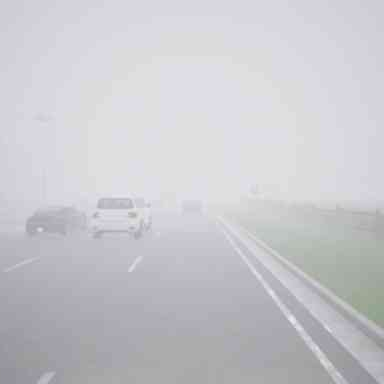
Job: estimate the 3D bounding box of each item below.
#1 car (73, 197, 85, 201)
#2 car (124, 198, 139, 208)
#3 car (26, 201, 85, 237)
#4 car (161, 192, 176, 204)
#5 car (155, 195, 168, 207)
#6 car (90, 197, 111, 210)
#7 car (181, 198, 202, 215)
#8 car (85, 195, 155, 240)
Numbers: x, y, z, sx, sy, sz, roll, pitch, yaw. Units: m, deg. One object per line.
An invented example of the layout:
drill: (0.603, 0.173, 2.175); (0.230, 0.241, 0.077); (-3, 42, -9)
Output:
car: (-15.783, 1.428, 46.889); (1.994, 1.385, 4.181); (0, 0, -12)
car: (-8.298, 1.467, 45.647); (1.895, 1.301, 4.718); (0, 0, -10)
car: (-6.893, 1.454, 17.509); (1.837, 1.490, 4.892); (0, 0, 0)
car: (-4.510, 1.045, 59.580); (2.150, 2.045, 5.566); (0, 0, -18)
car: (-4.926, 1.464, 46.727); (1.895, 1.301, 4.718); (0, 0, -11)
car: (-11.282, 1.406, 41.309); (1.812, 1.442, 4.674); (0, 0, -8)
car: (-0.073, 1.380, 33.009); (1.882, 1.535, 5.008); (0, 0, -3)
car: (-3.393, 1.171, 16.947); (2.150, 2.045, 5.566); (0, 0, 0)
